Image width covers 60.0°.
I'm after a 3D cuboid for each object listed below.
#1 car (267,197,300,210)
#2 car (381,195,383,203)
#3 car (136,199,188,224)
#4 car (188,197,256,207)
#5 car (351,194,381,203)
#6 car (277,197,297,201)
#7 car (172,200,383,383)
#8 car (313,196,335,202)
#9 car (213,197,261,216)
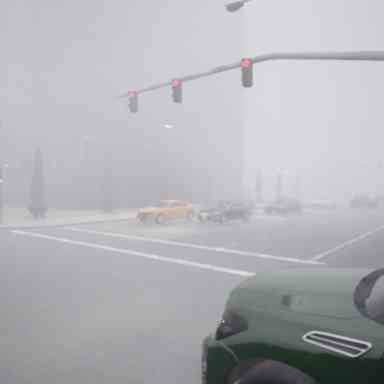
[{"bbox_3d":[10.588,1.276,38.359,1.895,1.301,4.718,0,1,40],"label":"car"},{"bbox_3d":[26.112,1.127,45.911,1.812,1.442,4.674,0,1,39],"label":"car"},{"bbox_3d":[-1.703,1.299,23.434,1.882,1.535,5.008,0,1,39],"label":"car"},{"bbox_3d":[2.313,1.318,22.807,2.128,1.511,4.902,0,1,39],"label":"car"},{"bbox_3d":[19.850,1.027,38.296,2.097,1.767,4.553,0,1,39],"label":"car"},{"bbox_3d":[8.494,1.301,30.320,2.033,1.411,5.357,0,1,39],"label":"car"},{"bbox_3d":[2.681,1.195,2.148,5.566,2.045,2.150,0,1,39],"label":"car"},{"bbox_3d":[15.076,1.202,38.287,1.812,1.442,4.674,0,1,40],"label":"car"},{"bbox_3d":[4.279,1.242,30.703,2.128,1.511,4.902,0,1,39],"label":"car"}]
